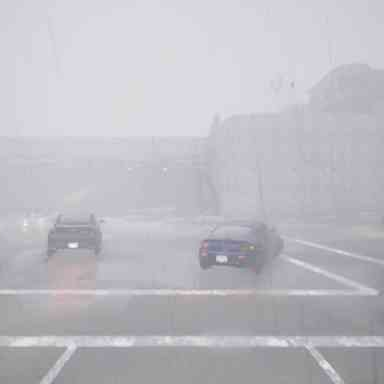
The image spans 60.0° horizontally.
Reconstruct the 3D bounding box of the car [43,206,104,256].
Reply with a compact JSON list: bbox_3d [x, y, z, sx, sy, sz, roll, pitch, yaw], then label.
[{"bbox_3d":[-4.690,1.551,13.562,1.837,1.490,4.892,1,0,-16],"label":"car"}]

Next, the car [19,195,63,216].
[{"bbox_3d":[-14.819,1.331,33.767,2.150,2.045,5.566,0,0,-1],"label":"car"}]

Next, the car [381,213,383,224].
[{"bbox_3d":[12.480,0.948,17.321,4.892,1.490,1.837,-7,0,0],"label":"car"}]

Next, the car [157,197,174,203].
[{"bbox_3d":[-5.968,1.793,74.172,1.994,1.385,4.181,0,0,24],"label":"car"}]

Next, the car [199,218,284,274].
[{"bbox_3d":[1.706,1.593,10.909,1.812,1.442,4.674,-1,0,23],"label":"car"}]

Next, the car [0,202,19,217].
[{"bbox_3d":[-18.299,1.708,33.148,1.895,1.301,4.718,0,0,-1],"label":"car"}]

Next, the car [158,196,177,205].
[{"bbox_3d":[-4.780,1.561,64.324,2.097,1.767,4.553,0,0,6],"label":"car"}]

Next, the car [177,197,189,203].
[{"bbox_3d":[-2.285,1.765,73.962,1.812,1.442,4.674,0,0,24],"label":"car"}]
